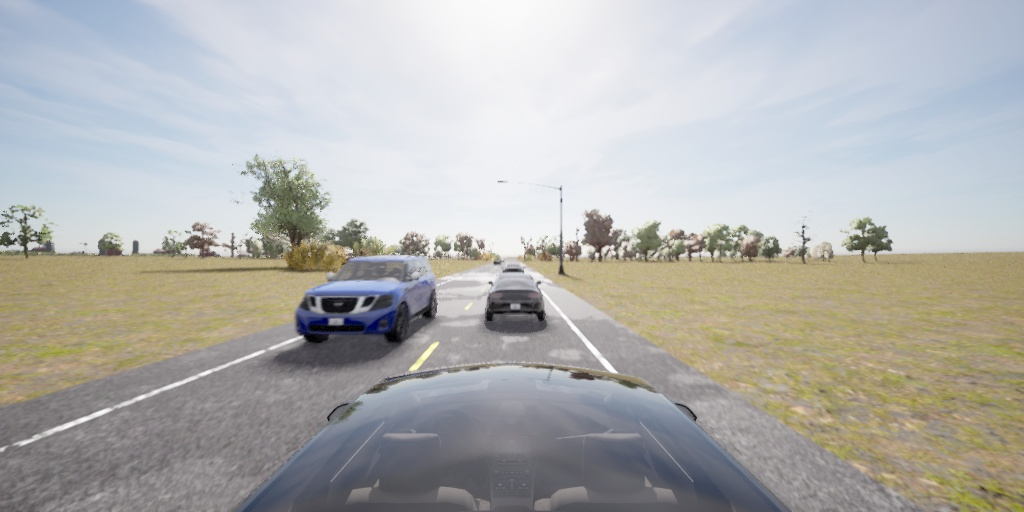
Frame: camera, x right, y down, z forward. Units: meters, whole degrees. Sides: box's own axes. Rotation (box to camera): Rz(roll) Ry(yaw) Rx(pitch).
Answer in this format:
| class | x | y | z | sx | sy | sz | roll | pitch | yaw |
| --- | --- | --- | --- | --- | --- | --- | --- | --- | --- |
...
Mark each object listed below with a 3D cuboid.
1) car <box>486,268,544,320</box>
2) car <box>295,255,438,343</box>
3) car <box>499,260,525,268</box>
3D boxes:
| class | x | y | z | sx | sy | sz | roll | pitch | yaw |
| --- | --- | --- | --- | --- | --- | --- | --- | --- | --- |
| car | 0.101 | 1.308 | 12.705 | 1.812 | 1.442 | 4.674 | 0 | 0 | 0 |
| car | -3.598 | 0.997 | 10.097 | 2.150 | 2.045 | 5.566 | 0 | 0 | 0 |
| car | 0.102 | 1.341 | 30.860 | 1.837 | 1.490 | 4.892 | 0 | 0 | 0 |
